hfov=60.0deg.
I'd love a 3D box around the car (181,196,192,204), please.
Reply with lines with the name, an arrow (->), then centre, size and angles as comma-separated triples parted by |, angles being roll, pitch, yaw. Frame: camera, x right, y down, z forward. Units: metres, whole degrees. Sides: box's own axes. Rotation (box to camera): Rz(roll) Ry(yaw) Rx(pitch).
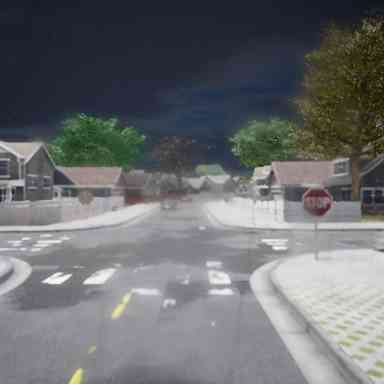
car -> -1.205, 1.516, 63.303 | 1.994, 1.385, 4.181 | 0, 0, 10

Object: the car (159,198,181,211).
car -> -2.760, 1.524, 39.861 | 2.128, 1.511, 4.902 | 0, 1, 0
